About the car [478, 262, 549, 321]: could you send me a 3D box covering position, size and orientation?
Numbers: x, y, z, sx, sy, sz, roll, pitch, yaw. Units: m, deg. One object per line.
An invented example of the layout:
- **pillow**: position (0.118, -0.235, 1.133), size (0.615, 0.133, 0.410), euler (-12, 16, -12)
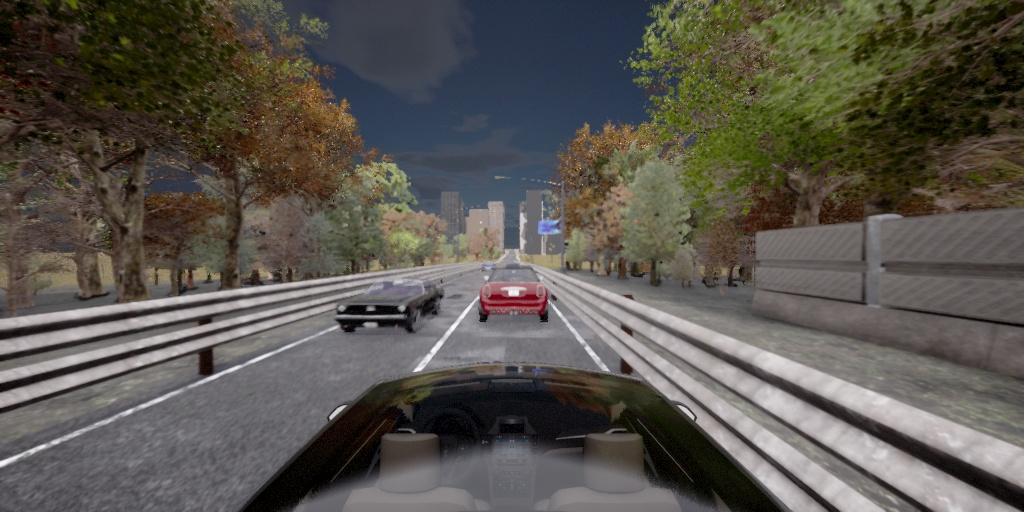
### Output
- **car**: position (0.061, 1.080, 12.426), size (2.097, 1.767, 4.553), euler (0, 0, 0)

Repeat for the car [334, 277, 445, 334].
- **car**: position (-3.351, 1.329, 10.722), size (1.895, 1.301, 4.718), euler (0, 0, 0)

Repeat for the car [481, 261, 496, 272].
- **car**: position (-3.335, 1.526, 51.686), size (1.812, 1.442, 4.674), euler (0, 0, 0)
